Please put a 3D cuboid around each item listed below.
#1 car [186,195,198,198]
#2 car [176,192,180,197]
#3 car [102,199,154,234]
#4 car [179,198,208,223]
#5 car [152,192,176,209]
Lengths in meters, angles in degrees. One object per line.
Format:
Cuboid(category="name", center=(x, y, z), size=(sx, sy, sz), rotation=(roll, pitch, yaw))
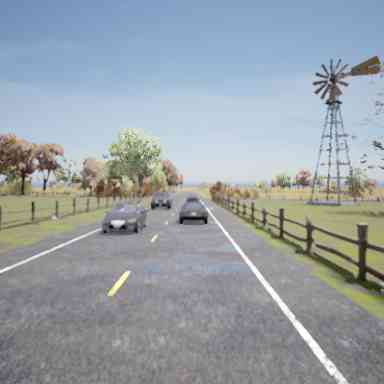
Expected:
Cuboid(category="car", center=(0.117, 1.172, 47.763), size=(1.837, 1.490, 4.892), rotation=(0, 0, 0))
Cuboid(category="car", center=(-3.457, 0.661, 68.276), size=(1.812, 1.442, 4.674), rotation=(0, 0, 0))
Cuboid(category="car", center=(-3.586, 1.364, 18.457), size=(2.128, 1.511, 4.902), rotation=(0, 0, 0))
Cuboid(category="car", center=(0.114, 1.398, 23.971), size=(1.994, 1.385, 4.181), rotation=(0, 0, 0))
Cuboid(category="car", center=(-3.475, 0.970, 39.442), size=(2.150, 2.045, 5.566), rotation=(0, 0, 0))
